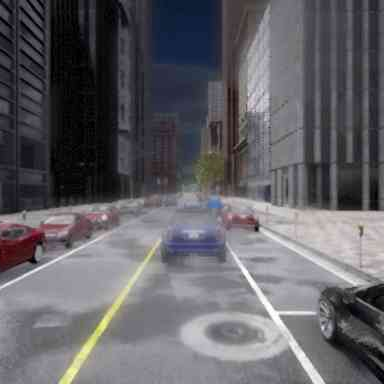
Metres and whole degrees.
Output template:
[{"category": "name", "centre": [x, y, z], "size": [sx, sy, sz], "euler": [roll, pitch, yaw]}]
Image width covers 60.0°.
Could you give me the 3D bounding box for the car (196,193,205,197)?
[{"category": "car", "centre": [2.383, 1.341, 69.774], "size": [2.097, 1.767, 4.553], "euler": [0, 0, 0]}]

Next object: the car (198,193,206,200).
[{"category": "car", "centre": [2.852, 1.299, 93.781], "size": [2.192, 1.841, 5.009], "euler": [0, 0, 0]}]

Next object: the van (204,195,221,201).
[{"category": "van", "centre": [2.857, 1.361, 43.021], "size": [1.690, 1.788, 3.998], "euler": [0, 0, 0]}]

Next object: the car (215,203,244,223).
[{"category": "car", "centre": [2.857, 1.601, 26.102], "size": [1.802, 1.307, 4.206], "euler": [0, 0, 0]}]

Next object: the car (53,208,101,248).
[{"category": "car", "centre": [-5.669, 1.594, 14.846], "size": [1.802, 1.307, 4.206], "euler": [0, 0, 0]}]

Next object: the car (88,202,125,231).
[{"category": "car", "centre": [-5.669, 1.456, 20.486], "size": [1.967, 1.590, 4.097], "euler": [0, 0, 0]}]

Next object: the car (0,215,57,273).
[{"category": "car", "centre": [-5.668, 1.552, 9.206], "size": [1.887, 1.381, 4.507], "euler": [0, 0, 0]}]

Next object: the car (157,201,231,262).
[{"category": "car", "centre": [0.068, 1.360, 12.306], "size": [2.097, 1.767, 4.553], "euler": [0, 0, 0]}]

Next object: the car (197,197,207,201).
[{"category": "car", "centre": [0.078, 1.498, 29.577], "size": [1.882, 1.535, 5.008], "euler": [0, 0, 0]}]

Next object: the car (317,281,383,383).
[{"category": "car", "centre": [2.858, 1.569, 3.542], "size": [1.947, 1.339, 4.313], "euler": [0, 0, 0]}]

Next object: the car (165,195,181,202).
[{"category": "car", "centre": [-3.087, 1.563, 49.236], "size": [2.033, 1.411, 5.357], "euler": [0, 0, 0]}]

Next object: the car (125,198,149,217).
[{"category": "car", "centre": [-5.669, 1.573, 31.764], "size": [2.008, 1.369, 4.403], "euler": [0, 0, 0]}]

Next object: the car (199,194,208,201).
[{"category": "car", "centre": [2.854, 1.420, 82.501], "size": [1.967, 1.590, 4.097], "euler": [0, 0, 0]}]

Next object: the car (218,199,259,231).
[{"category": "car", "centre": [2.857, 1.455, 20.461], "size": [1.967, 1.590, 4.097], "euler": [0, 0, 0]}]

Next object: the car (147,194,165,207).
[{"category": "car", "centre": [-5.669, 1.331, 48.683], "size": [2.192, 1.841, 5.009], "euler": [0, 0, 0]}]
